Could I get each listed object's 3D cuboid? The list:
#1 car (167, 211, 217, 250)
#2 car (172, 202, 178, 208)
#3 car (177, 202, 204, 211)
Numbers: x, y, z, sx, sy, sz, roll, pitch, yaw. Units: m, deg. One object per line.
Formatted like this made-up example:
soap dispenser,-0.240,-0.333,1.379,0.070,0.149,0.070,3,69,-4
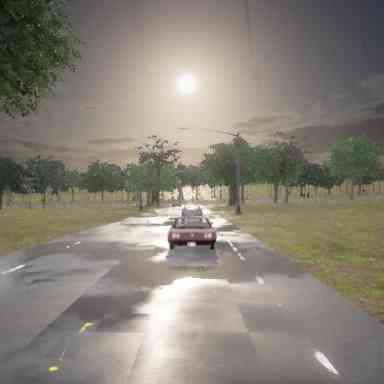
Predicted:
car,0.001,1.707,14.701,1.895,1.301,4.718,0,-1,0
car,-3.498,2.962,76.827,1.994,1.385,4.181,0,-1,0
car,0.001,1.879,29.694,2.128,1.511,4.902,0,-1,0
